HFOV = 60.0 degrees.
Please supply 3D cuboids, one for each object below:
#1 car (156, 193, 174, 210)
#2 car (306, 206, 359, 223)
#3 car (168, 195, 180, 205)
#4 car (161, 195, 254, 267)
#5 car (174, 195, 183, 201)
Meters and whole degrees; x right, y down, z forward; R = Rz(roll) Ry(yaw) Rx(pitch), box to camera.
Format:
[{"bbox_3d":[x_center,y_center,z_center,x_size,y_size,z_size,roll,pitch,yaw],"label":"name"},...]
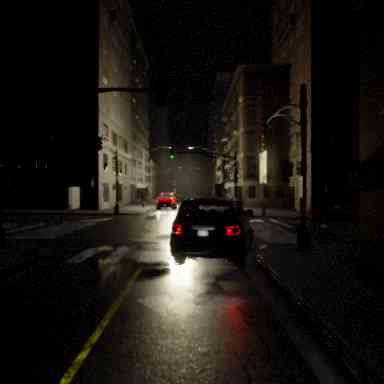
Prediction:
[{"bbox_3d":[-3.078,1.112,40.313,2.150,2.045,5.566,0,1,0],"label":"car"},{"bbox_3d":[11.724,1.748,26.728,4.718,1.301,1.895,1,0,0],"label":"car"},{"bbox_3d":[-2.997,1.351,56.741,1.837,1.490,4.892,0,0,1],"label":"car"},{"bbox_3d":[0.872,1.197,11.563,2.150,2.045,5.566,0,0,12],"label":"car"},{"bbox_3d":[-2.907,1.299,72.177,1.895,1.301,4.718,0,0,0],"label":"car"}]
